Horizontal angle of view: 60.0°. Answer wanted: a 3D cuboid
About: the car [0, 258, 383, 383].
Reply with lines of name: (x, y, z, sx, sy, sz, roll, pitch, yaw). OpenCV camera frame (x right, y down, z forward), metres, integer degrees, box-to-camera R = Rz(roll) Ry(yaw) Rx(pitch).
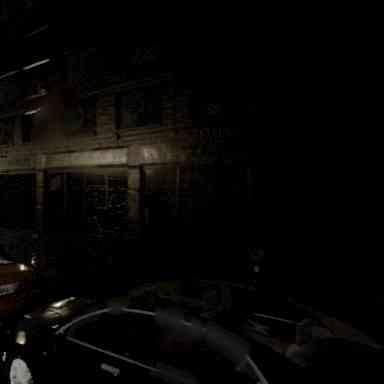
car: (-0.147, 1.542, 3.196, 4.403, 1.369, 2.008, 0, 1, 36)

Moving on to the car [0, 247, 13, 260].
car: (-4.831, 1.488, 6.541, 4.829, 1.417, 1.752, 0, 1, 36)
